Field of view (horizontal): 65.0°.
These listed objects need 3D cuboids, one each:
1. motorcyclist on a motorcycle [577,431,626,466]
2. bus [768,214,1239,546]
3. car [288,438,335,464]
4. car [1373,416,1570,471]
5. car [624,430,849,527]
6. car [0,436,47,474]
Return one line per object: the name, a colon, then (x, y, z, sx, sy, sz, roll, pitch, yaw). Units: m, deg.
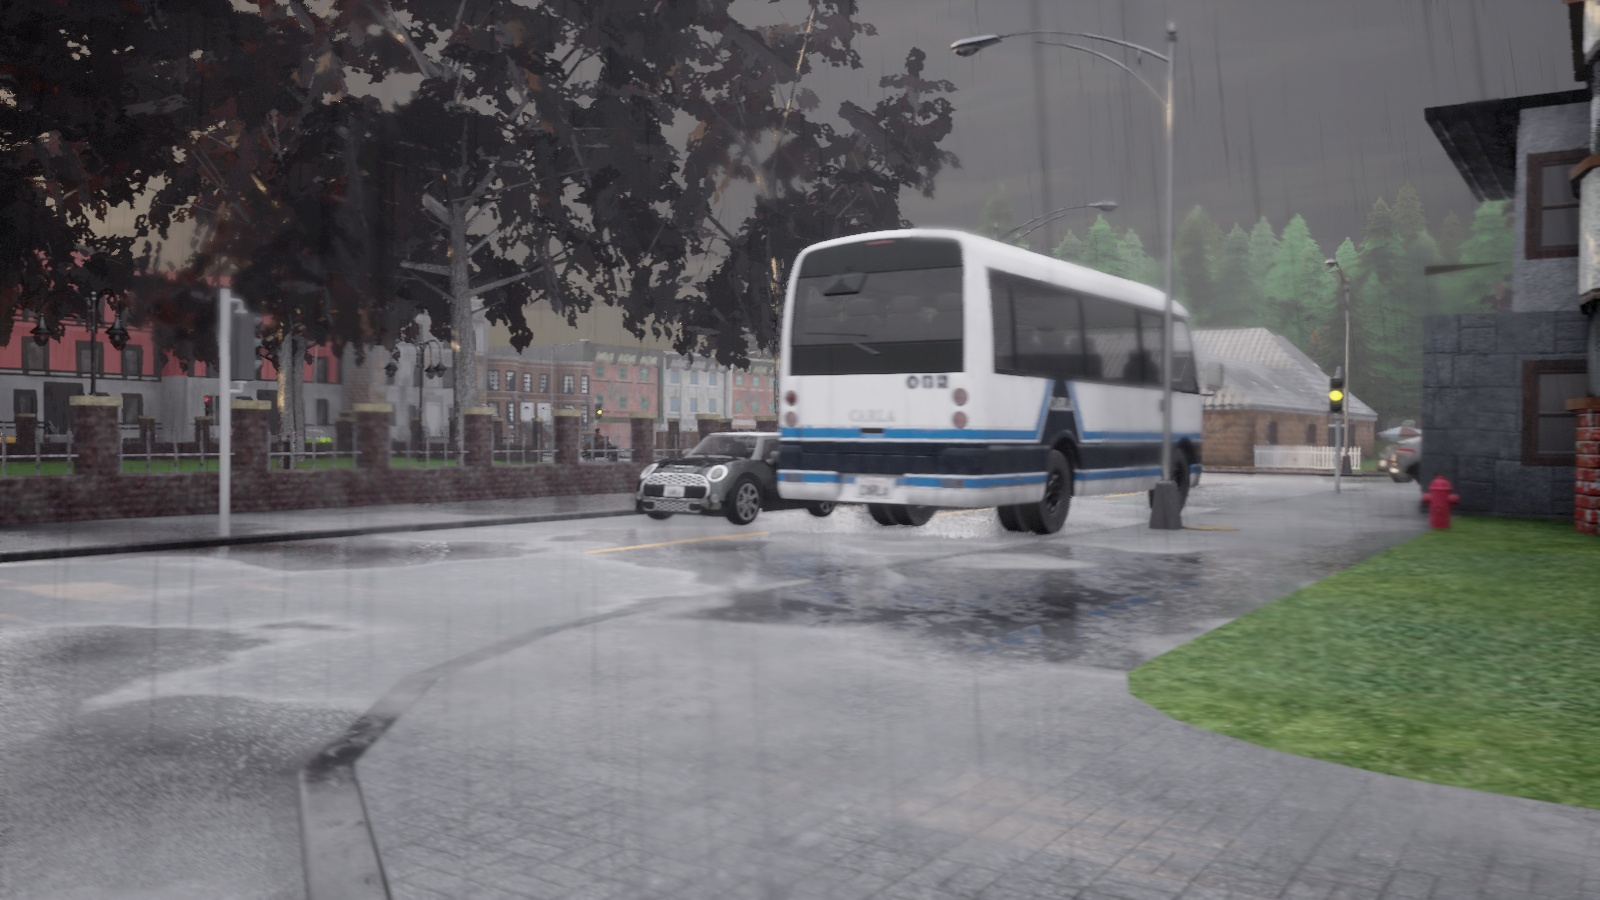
motorcyclist on a motorcycle: (-9.500, -0.074, 59.996, 2.350, 1.649, 0.766, 0, 1, 32)
bus: (4.073, -0.980, 21.476, 3.944, 4.253, 10.273, 0, 1, 34)
car: (-26.929, 0.053, 69.188, 2.207, 1.376, 1.481, -1, 0, -31)
car: (20.998, -0.221, 39.443, 5.027, 1.651, 2.152, 0, 1, 4)
car: (-0.969, 0.409, 21.228, 1.970, 1.475, 3.806, 0, 1, 32)
car: (-34.655, 0.238, 52.319, 1.801, 1.575, 5.366, 0, 1, 34)
